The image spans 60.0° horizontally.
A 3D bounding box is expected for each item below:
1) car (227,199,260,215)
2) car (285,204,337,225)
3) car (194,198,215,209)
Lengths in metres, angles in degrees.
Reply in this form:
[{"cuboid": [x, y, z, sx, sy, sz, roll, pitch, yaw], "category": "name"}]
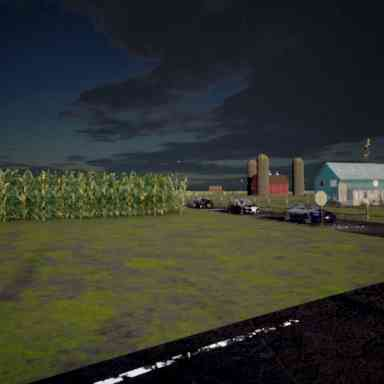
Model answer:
[{"cuboid": [5.384, 1.538, 35.184, 2.128, 1.511, 4.902, -1, 0, -18], "category": "car"}, {"cuboid": [8.732, 1.591, 24.800, 1.994, 1.385, 4.181, -1, 0, -17], "category": "car"}, {"cuboid": [1.650, 1.580, 46.827, 1.837, 1.490, 4.892, -1, 0, -18], "category": "car"}]
